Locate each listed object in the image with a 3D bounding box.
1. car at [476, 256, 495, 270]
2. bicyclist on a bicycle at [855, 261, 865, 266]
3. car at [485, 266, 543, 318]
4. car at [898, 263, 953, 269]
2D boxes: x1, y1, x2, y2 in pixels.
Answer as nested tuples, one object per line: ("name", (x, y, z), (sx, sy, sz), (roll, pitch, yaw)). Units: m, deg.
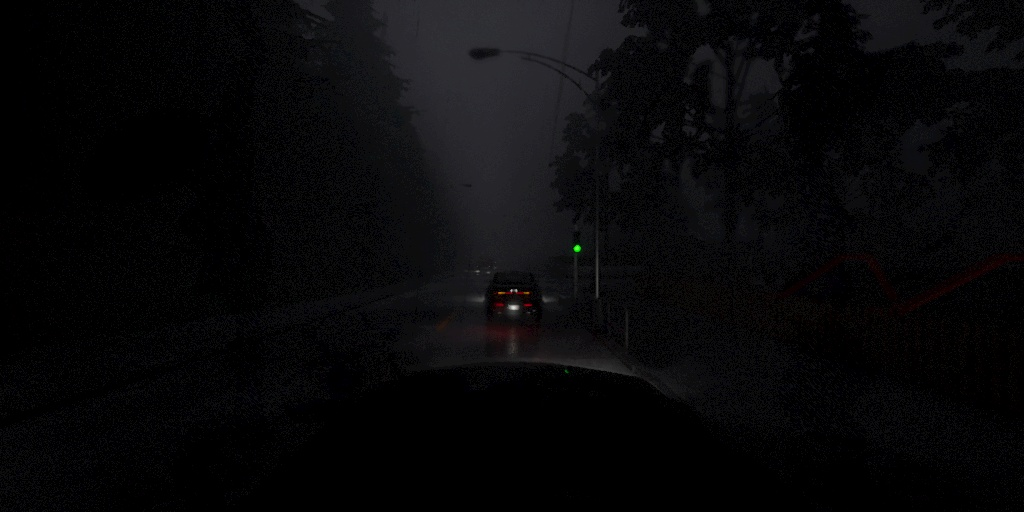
("car", (-4.133, 1.048, 54.647), (2.150, 2.045, 5.566), (0, 0, 0))
("bicyclist on a bicycle", (20.686, 1.125, 21.307), (0.582, 1.620, 1.656), (0, 0, 0))
("car", (0.066, 1.271, 13.010), (1.837, 1.490, 4.892), (0, 0, 0))
("car", (33.587, 1.292, 29.724), (4.892, 1.490, 1.837), (0, 0, 0))
